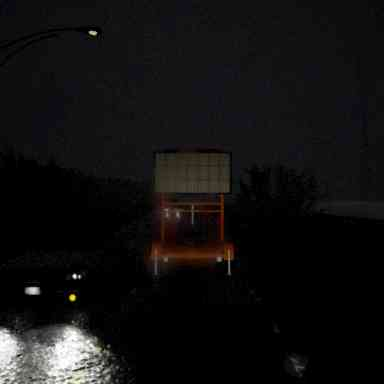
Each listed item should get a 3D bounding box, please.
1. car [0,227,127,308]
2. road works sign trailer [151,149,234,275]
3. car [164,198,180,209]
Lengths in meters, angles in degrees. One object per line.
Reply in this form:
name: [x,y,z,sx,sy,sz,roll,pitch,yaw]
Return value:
car: [-2.834,1.568,7.903,1.994,1.385,4.181,0,0,0]
road works sign trailer: [0.019,0.470,10.417,2.380,3.560,2.880,0,0,0]
car: [-2.667,1.591,46.503,1.812,1.442,4.674,0,0,0]
